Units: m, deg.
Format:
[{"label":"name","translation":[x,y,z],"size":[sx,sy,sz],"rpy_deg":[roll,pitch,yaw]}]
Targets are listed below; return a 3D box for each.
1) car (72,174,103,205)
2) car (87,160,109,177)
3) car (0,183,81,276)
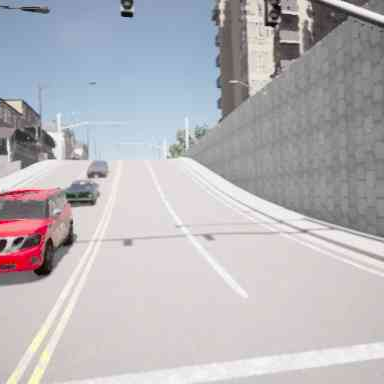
[{"label":"car","translation":[-7.165,-0.039,21.793],"size":[1.895,1.301,4.718],"rpy_deg":[-2,10,-10]},{"label":"car","translation":[-9.267,-2.408,33.116],"size":[2.033,1.411,5.357],"rpy_deg":[-2,12,-10]},{"label":"car","translation":[-5.025,1.015,10.052],"size":[2.150,2.045,5.566],"rpy_deg":[-2,4,-10]}]
